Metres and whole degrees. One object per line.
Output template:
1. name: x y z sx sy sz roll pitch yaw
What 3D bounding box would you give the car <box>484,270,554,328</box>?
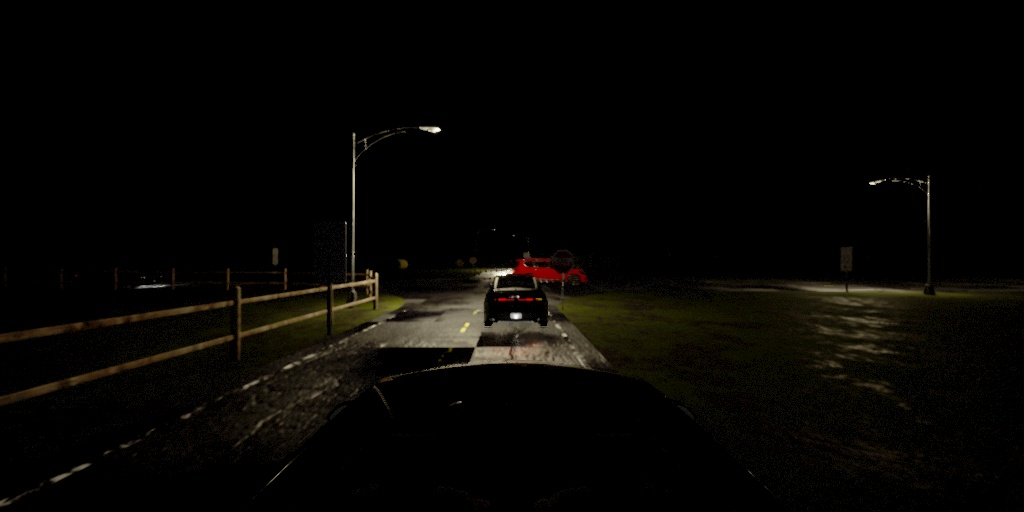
1. car: 0.116 1.364 11.877 1.837 1.490 4.892 0 -1 0

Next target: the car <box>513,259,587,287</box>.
1. car: 2.809 1.258 27.178 5.566 2.045 2.150 0 -1 0

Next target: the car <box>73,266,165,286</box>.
1. car: -29.806 1.499 27.242 5.357 1.411 2.033 0 0 0
